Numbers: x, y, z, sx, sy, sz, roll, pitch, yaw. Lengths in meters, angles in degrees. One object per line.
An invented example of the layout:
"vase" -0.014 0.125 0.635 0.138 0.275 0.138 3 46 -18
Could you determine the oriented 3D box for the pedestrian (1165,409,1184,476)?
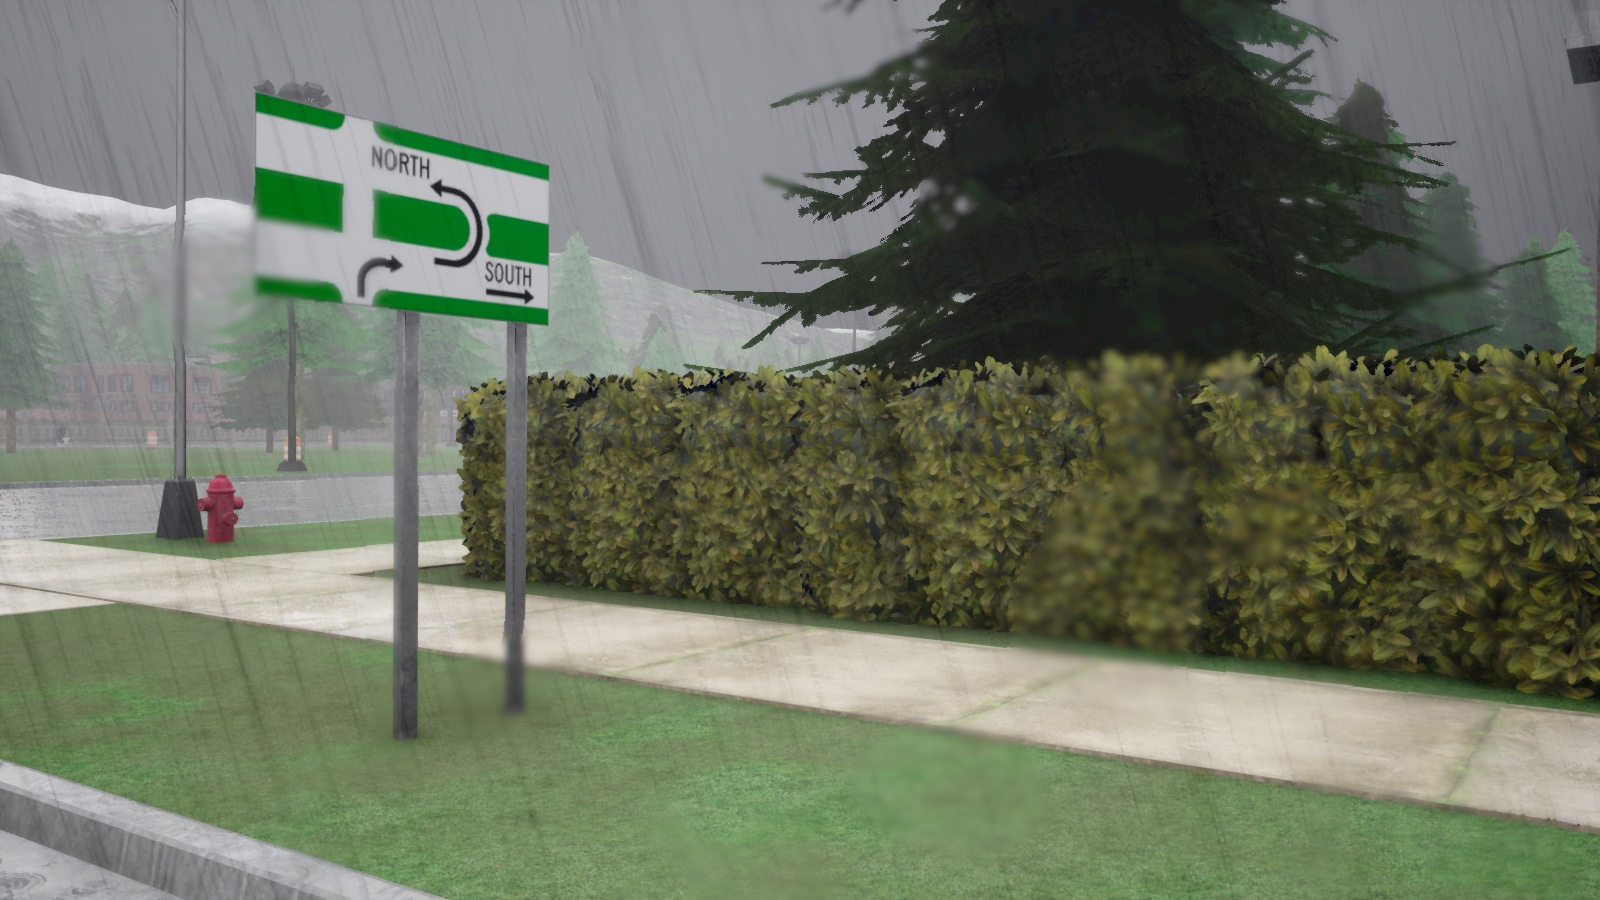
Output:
"pedestrian" 10.390 -0.209 34.814 0.345 1.836 0.594 0 1 34
